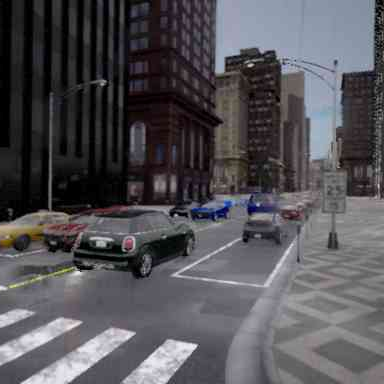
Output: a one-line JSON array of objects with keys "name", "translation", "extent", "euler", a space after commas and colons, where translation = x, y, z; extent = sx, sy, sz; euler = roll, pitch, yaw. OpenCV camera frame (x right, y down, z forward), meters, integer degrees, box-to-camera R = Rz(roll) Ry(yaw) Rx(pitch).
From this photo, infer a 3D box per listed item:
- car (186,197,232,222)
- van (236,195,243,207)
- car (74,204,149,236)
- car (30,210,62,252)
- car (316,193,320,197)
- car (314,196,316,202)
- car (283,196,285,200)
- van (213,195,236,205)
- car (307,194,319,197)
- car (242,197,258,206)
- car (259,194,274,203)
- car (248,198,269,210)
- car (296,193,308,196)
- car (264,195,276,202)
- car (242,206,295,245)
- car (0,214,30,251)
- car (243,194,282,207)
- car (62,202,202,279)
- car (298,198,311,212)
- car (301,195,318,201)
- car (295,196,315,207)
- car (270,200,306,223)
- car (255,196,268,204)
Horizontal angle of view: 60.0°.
[{"name": "car", "translation": [1.535, 1.446, 26.608], "extent": [1.882, 1.535, 5.008], "euler": [1, 1, 22]}, {"name": "van", "translation": [7.401, 1.294, 48.497], "extent": [1.690, 1.788, 3.998], "euler": [1, 0, 22]}, {"name": "car", "translation": [-4.387, 1.468, 18.959], "extent": [1.887, 1.381, 4.507], "euler": [1, 0, 22]}, {"name": "car", "translation": [-3.716, 1.440, 13.460], "extent": [1.882, 1.535, 5.008], "euler": [1, 0, 22]}, {"name": "car", "translation": [29.572, 1.655, 81.062], "extent": [1.947, 1.339, 4.313], "euler": [1, 1, 22]}, {"name": "car", "translation": [17.562, 1.652, 50.970], "extent": [1.947, 1.339, 4.313], "euler": [1, 0, 22]}, {"name": "car", "translation": [24.386, 1.531, 91.067], "extent": [1.802, 1.307, 4.206], "euler": [1, 1, 22]}, {"name": "van", "translation": [3.472, 1.282, 38.650], "extent": [1.690, 1.788, 3.998], "euler": [1, 0, 22]}, {"name": "car", "translation": [25.567, 1.681, 71.030], "extent": [1.802, 1.307, 4.206], "euler": [1, 0, 22]}, {"name": "car", "translation": [9.362, 1.541, 53.421], "extent": [1.802, 1.307, 4.206], "euler": [1, 0, 22]}, {"name": "car", "translation": [15.260, 1.289, 68.190], "extent": [2.192, 1.841, 5.009], "euler": [1, 0, 22]}, {"name": "car", "translation": [9.033, 1.556, 45.157], "extent": [1.994, 1.385, 4.181], "euler": [1, 0, 22]}, {"name": "car", "translation": [28.599, 1.628, 86.086], "extent": [1.895, 1.301, 4.718], "euler": [1, 0, 22]}, {"name": "car", "translation": [17.224, 1.413, 73.114], "extent": [1.967, 1.590, 4.097], "euler": [1, 0, 22]}, {"name": "car", "translation": [3.556, 1.601, 15.866], "extent": [2.008, 1.369, 4.403], "euler": [1, 0, 22]}, {"name": "car", "translation": [-6.414, 1.448, 13.879], "extent": [1.752, 1.417, 4.829], "euler": [1, 0, 22]}, {"name": "car", "translation": [6.693, 1.245, 31.173], "extent": [2.150, 2.045, 5.566], "euler": [1, 0, 22]}, {"name": "car", "translation": [-1.547, 1.361, 10.530], "extent": [2.097, 1.767, 4.553], "euler": [1, 0, 22]}, {"name": "car", "translation": [11.559, 1.649, 35.925], "extent": [1.802, 1.307, 4.206], "euler": [1, 0, 22]}, {"name": "car", "translation": [21.564, 1.663, 61.000], "extent": [1.947, 1.339, 4.313], "euler": [1, 0, 22]}, {"name": "car", "translation": [15.561, 1.624, 45.955], "extent": [1.887, 1.381, 4.507], "euler": [1, 0, 22]}, {"name": "car", "translation": [7.557, 1.601, 25.896], "extent": [1.887, 1.381, 4.507], "euler": [1, 0, 22]}, {"name": "car", "translation": [13.291, 1.552, 63.268], "extent": [1.802, 1.307, 4.206], "euler": [1, 0, 22]}]
